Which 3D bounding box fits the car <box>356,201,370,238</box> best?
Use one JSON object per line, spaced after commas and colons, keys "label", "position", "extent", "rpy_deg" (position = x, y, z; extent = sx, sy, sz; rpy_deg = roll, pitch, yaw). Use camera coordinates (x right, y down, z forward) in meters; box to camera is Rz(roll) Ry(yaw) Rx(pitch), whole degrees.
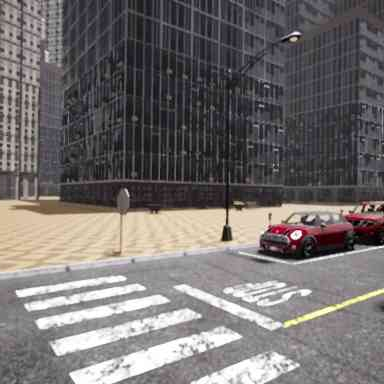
{"label": "car", "position": [9.068, 1.381, 16.202], "extent": [5.009, 1.841, 2.192], "rpy_deg": [0, 0, -36]}

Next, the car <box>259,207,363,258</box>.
{"label": "car", "position": [4.489, 1.473, 12.897], "extent": [4.097, 1.590, 1.967], "rpy_deg": [0, 0, -36]}

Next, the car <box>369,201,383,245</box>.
{"label": "car", "position": [6.399, 1.264, 7.265], "extent": [5.566, 2.045, 2.150], "rpy_deg": [0, 0, -36]}
